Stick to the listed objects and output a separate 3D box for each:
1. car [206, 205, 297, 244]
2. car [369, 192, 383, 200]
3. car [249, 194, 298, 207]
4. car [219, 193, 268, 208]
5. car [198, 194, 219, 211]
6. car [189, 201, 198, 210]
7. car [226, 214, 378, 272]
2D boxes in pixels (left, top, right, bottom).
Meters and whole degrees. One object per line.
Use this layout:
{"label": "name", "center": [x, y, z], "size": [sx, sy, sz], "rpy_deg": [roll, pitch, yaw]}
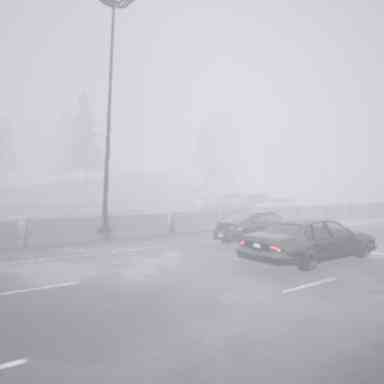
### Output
{"label": "car", "center": [3.005, 1.526, 14.481], "size": [4.674, 1.442, 1.812], "rpy_deg": [0, 0, -35]}
{"label": "car", "center": [35.920, 0.760, 63.844], "size": [5.008, 1.535, 1.882], "rpy_deg": [-1, 1, -35]}
{"label": "car", "center": [7.914, 1.278, 31.101], "size": [4.553, 1.767, 2.097], "rpy_deg": [-1, 0, -35]}
{"label": "car", "center": [5.806, 1.148, 33.899], "size": [5.566, 2.045, 2.150], "rpy_deg": [-1, 0, -35]}
{"label": "car", "center": [3.776, 1.148, 36.750], "size": [5.566, 2.045, 2.150], "rpy_deg": [-1, 0, -35]}
{"label": "car", "center": [1.828, 1.279, 39.653], "size": [4.553, 1.767, 2.097], "rpy_deg": [-1, 0, -35]}
{"label": "car", "center": [3.870, 1.550, 10.802], "size": [5.357, 1.411, 2.033], "rpy_deg": [0, 0, -35]}
